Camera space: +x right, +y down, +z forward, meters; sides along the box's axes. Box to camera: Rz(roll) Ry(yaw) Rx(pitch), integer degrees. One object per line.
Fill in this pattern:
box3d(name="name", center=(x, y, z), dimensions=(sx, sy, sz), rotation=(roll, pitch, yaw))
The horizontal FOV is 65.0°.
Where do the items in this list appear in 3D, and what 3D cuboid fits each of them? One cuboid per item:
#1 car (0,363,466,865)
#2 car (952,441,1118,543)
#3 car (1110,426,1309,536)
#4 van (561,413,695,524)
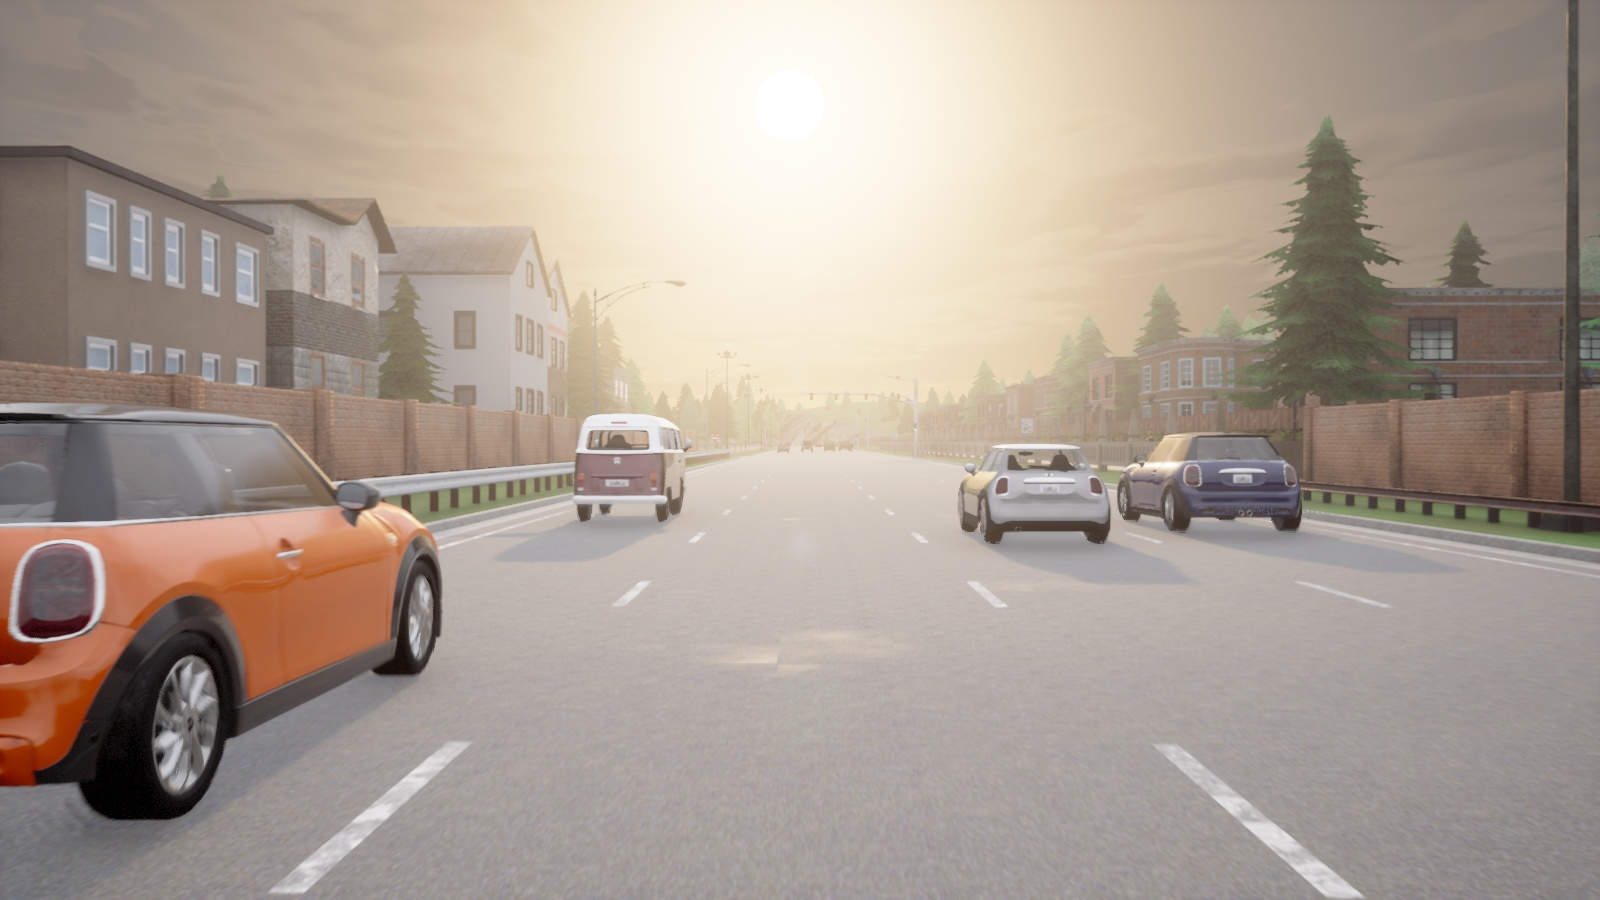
box3d(name="car", center=(-3.446, 0.564, 6.702), dimensions=(2.097, 1.767, 4.553), rotation=(0, 0, 0))
box3d(name="car", center=(3.630, 0.601, 20.075), dimensions=(1.970, 1.475, 3.806), rotation=(0, 0, 0))
box3d(name="car", center=(7.143, 0.484, 22.461), dimensions=(2.097, 1.767, 4.553), rotation=(0, 0, 0))
box3d(name="van", center=(-3.341, 0.325, 25.281), dimensions=(2.069, 2.038, 4.480), rotation=(0, 0, 0))
